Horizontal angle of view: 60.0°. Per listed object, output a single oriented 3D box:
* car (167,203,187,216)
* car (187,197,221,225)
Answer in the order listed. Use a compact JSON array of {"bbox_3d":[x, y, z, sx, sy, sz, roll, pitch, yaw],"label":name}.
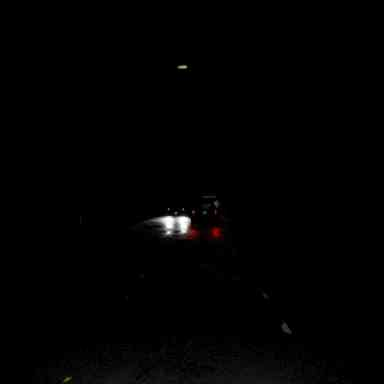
[{"bbox_3d":[-1.394,1.792,34.966,1.895,1.301,4.718,0,0,5],"label":"car"},{"bbox_3d":[1.022,1.473,25.160,2.097,1.767,4.553,0,0,4],"label":"car"}]
